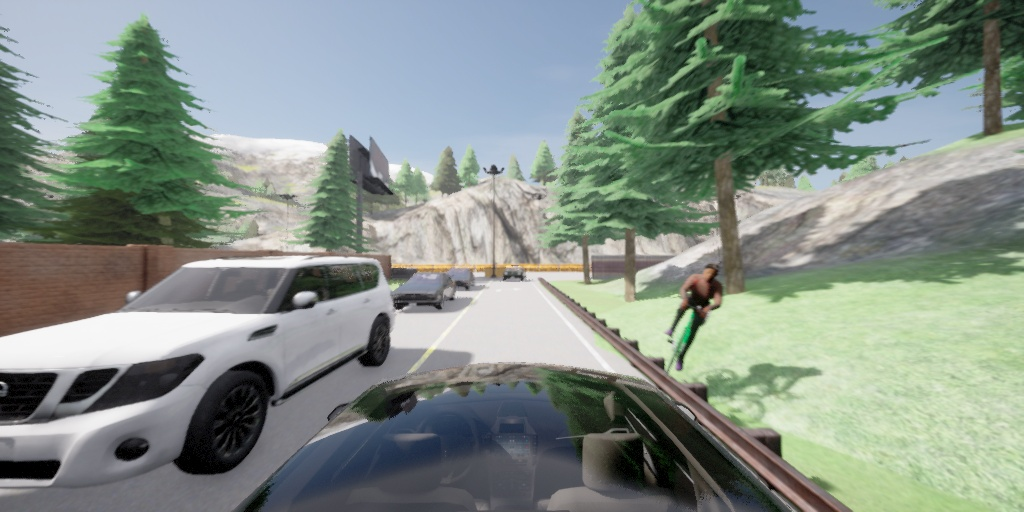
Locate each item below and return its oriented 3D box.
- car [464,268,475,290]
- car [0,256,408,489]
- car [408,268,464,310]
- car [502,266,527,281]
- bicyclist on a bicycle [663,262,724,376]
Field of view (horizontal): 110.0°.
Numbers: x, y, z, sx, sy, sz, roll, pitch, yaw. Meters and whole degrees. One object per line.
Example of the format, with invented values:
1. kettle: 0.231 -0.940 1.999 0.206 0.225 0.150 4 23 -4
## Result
1. car: -3.583 1.522 24.534 2.033 1.411 5.357 0 0 0
2. car: -3.578 1.007 5.240 2.150 2.045 5.566 0 0 3
3. car: -3.629 1.420 15.803 2.033 1.411 5.357 0 0 0
4. car: 0.330 1.628 33.909 1.895 1.301 4.718 0 -1 7
5. bicyclist on a bicycle: 2.509 0.881 5.039 0.582 1.620 1.656 24 2 28
